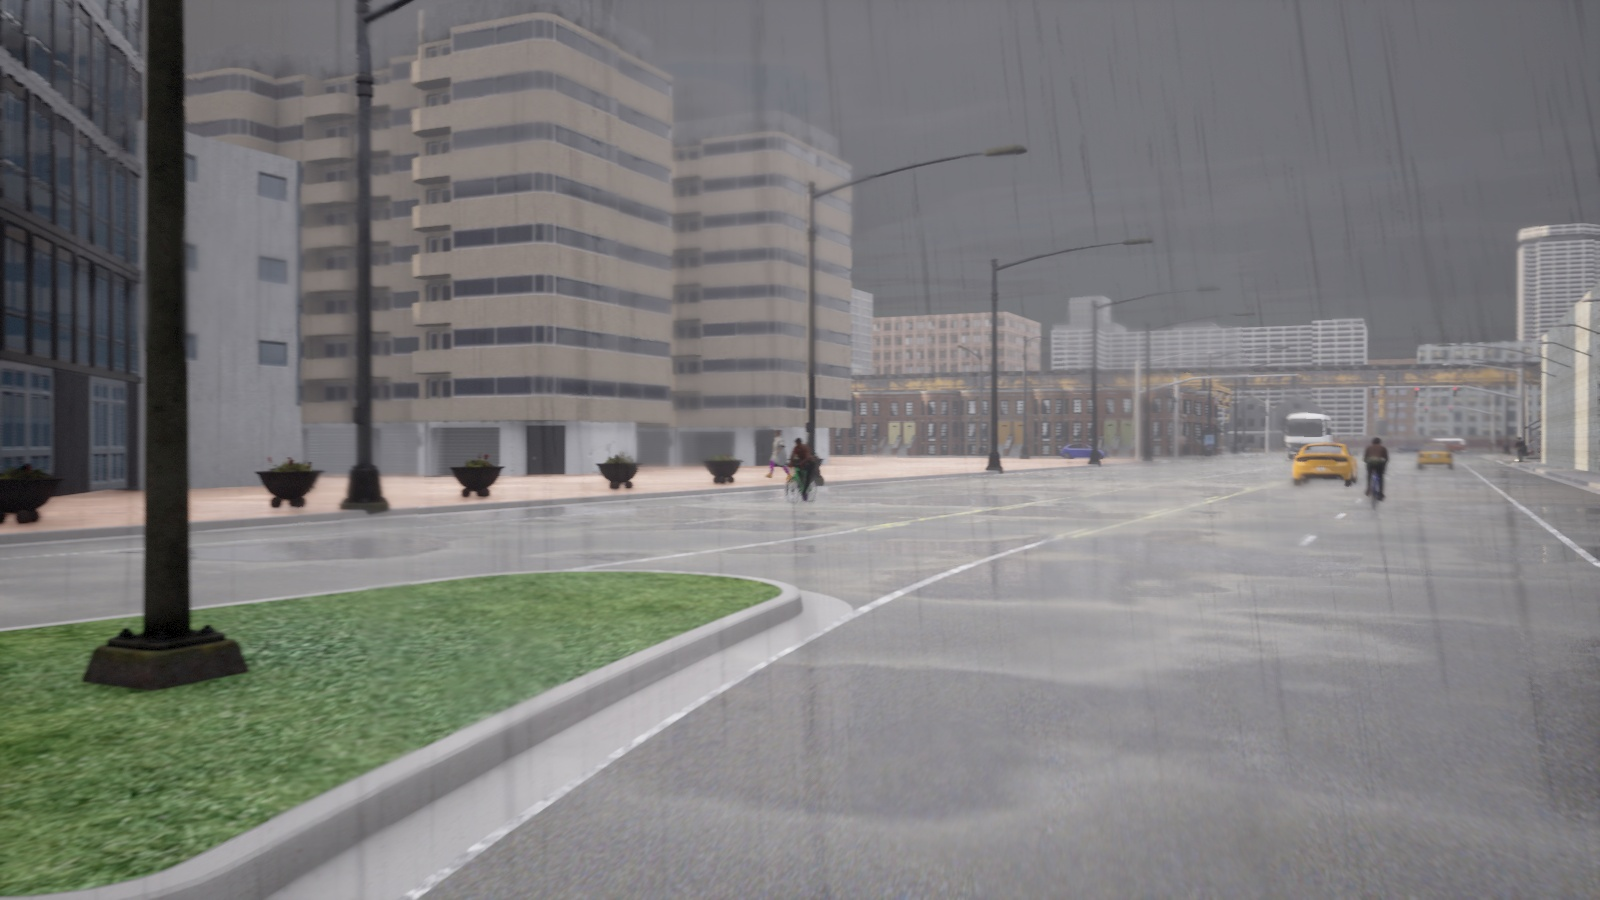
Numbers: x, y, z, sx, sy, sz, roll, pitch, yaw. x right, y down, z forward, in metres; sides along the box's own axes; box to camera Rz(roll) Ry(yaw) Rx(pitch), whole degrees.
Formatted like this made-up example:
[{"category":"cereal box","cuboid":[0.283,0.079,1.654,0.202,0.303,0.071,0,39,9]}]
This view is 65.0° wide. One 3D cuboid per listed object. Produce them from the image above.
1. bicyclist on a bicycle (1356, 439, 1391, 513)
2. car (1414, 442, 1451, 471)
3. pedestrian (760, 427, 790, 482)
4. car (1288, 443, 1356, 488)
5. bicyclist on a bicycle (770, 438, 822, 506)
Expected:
[{"category":"bicyclist on a bicycle","cuboid":[12.983,0.568,28.420,0.582,1.620,1.656,1,0,28]},{"category":"car","cuboid":[36.272,0.360,72.037,1.801,1.575,5.366,0,0,27]},{"category":"pedestrian","cuboid":[-0.904,0.147,44.929,0.873,1.952,0.659,0,0,-31]},{"category":"car","cuboid":[18.755,0.512,44.978,1.882,1.535,5.008,0,0,27]},{"category":"bicyclist on a bicycle","cuboid":[-0.092,0.524,30.861,0.582,1.620,1.656,0,1,27]}]
